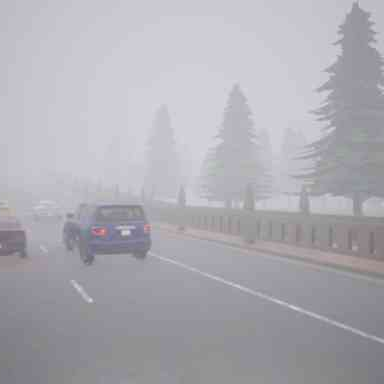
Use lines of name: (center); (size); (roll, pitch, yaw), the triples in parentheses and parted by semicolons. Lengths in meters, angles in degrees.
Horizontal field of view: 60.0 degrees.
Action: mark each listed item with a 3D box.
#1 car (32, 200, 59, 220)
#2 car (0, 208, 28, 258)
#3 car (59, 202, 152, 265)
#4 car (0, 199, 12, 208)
car: (-11.782, 1.378, 26.969); (1.812, 1.442, 4.674); (1, 3, -30)
car: (-7.540, 1.606, 12.907); (1.882, 1.535, 5.008); (1, 0, -30)
car: (-3.402, 1.376, 12.740); (2.150, 2.045, 5.566); (1, -1, -30)
car: (-15.031, 1.267, 25.598); (1.882, 1.535, 5.008); (1, 3, -30)
